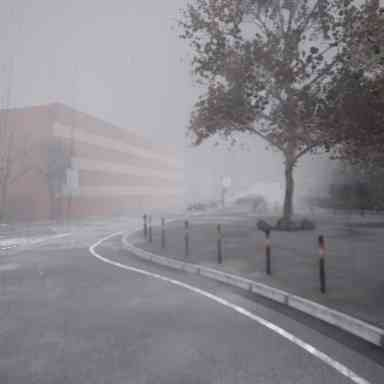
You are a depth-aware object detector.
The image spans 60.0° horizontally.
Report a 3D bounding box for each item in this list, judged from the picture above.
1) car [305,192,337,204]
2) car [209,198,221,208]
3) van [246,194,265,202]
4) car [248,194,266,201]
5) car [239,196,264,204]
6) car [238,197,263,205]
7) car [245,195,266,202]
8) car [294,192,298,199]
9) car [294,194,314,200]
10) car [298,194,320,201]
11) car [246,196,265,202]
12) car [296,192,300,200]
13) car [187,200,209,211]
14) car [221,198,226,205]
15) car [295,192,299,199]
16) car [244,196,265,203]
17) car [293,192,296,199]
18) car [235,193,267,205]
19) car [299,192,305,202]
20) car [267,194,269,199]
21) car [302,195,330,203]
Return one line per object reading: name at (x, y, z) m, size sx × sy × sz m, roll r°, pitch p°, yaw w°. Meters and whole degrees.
car at (22.446, 1.224, 57.437) m, size 4.553 × 1.767 × 2.185 m, roll -2°, pitch 0°, yaw 13°
car at (3.096, 2.014, 57.838) m, size 2.033 × 1.411 × 5.357 m, roll -2°, pitch 0°, yaw 14°
van at (15.672, 1.488, 82.235) m, size 4.442 × 1.987 × 1.878 m, roll -2°, pitch 0°, yaw 14°
car at (18.237, 1.594, 93.243) m, size 4.553 × 1.767 × 2.185 m, roll -2°, pitch 0°, yaw 14°
car at (12.252, 1.710, 68.527) m, size 5.008 × 1.535 × 2.097 m, roll -2°, pitch 0°, yaw 14°
car at (11.593, 1.746, 65.777) m, size 4.674 × 1.452 × 2.002 m, roll -2°, pitch 0°, yaw 14°
car at (17.368, 1.721, 90.546) m, size 5.366 × 1.575 × 1.946 m, roll -2°, pitch 0°, yaw 14°
car at (28.491, 1.376, 82.258) m, size 5.008 × 1.535 × 2.097 m, roll -2°, pitch 0°, yaw 14°
car at (30.474, 1.378, 90.493) m, size 5.008 × 1.535 × 2.097 m, roll -2°, pitch 0°, yaw 14°
car at (27.825, 1.404, 79.386) m, size 4.792 × 1.488 × 2.163 m, roll -2°, pitch 0°, yaw 14°
car at (16.224, 1.758, 85.009) m, size 4.674 × 1.452 × 2.002 m, roll -2°, pitch 0°, yaw 14°
car at (26.469, 1.374, 73.903) m, size 5.008 × 1.535 × 2.097 m, roll -2°, pitch 0°, yaw 14°
car at (0.715, 2.052, 48.092) m, size 1.895 × 1.301 × 4.718 m, roll -2°, pitch -1°, yaw 14°
car at (5.682, 1.932, 68.097) m, size 1.812 × 1.442 × 4.674 m, roll -2°, pitch 0°, yaw 14°
car at (27.131, 1.375, 76.648) m, size 5.008 × 1.535 × 2.097 m, roll -2°, pitch 0°, yaw 14°
car at (14.875, 1.746, 79.521) m, size 4.792 × 1.488 × 2.163 m, roll -2°, pitch 0°, yaw 14°
car at (29.142, 1.377, 85.005) m, size 5.008 × 1.535 × 2.097 m, roll -2°, pitch 0°, yaw 14°
car at (10.899, 1.451, 63.039) m, size 5.566 × 2.045 × 2.435 m, roll -2°, pitch 0°, yaw 14°
car at (23.830, 1.115, 63.049) m, size 5.566 × 2.045 × 2.435 m, roll -2°, pitch 0°, yaw 14°
car at (17.067, 1.710, 87.712) m, size 5.366 × 1.575 × 1.946 m, roll -2°, pitch 0°, yaw 14°
car at (24.502, 1.370, 65.664) m, size 4.892 × 1.521 × 2.231 m, roll -2°, pitch 0°, yaw 14°
